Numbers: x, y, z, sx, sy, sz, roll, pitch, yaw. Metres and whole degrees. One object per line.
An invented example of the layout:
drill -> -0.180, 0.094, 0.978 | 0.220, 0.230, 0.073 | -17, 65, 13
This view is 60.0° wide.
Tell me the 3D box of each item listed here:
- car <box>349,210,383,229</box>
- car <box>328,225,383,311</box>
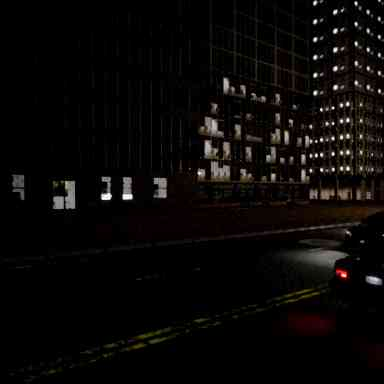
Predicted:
car -> 8.061, 1.524, 13.408 | 4.674, 1.442, 1.812 | 0, 0, -36
car -> 5.118, 1.547, 7.088 | 5.357, 1.411, 2.033 | 0, 0, -35
